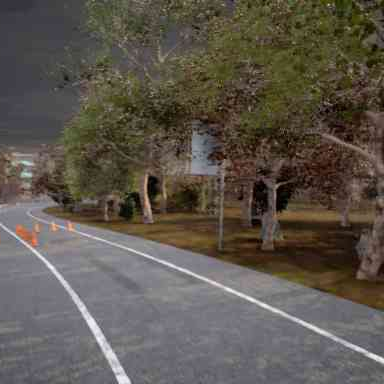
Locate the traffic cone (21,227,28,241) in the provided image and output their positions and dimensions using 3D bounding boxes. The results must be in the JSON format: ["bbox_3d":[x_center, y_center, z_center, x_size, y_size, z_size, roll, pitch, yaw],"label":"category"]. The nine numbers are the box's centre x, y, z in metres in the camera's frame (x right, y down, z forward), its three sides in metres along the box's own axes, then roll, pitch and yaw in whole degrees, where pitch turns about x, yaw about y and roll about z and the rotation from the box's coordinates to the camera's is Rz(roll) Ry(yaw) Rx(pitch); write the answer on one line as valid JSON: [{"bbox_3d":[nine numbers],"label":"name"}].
[{"bbox_3d":[-8.378,2.161,16.955,0.340,0.580,0.340,-1,0,-33],"label":"traffic cone"}]

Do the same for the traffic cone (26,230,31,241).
[{"bbox_3d":[-7.277,2.140,15.287,0.340,0.580,0.340,-1,0,-33],"label":"traffic cone"}]

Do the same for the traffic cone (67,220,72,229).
[{"bbox_3d":[-8.082,2.157,21.936,0.340,0.580,0.340,-1,0,-33],"label":"traffic cone"}]

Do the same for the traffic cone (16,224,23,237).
[{"bbox_3d":[-9.481,2.181,18.624,0.340,0.580,0.340,-1,0,-33],"label":"traffic cone"}]
